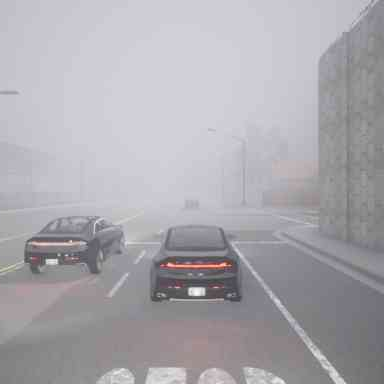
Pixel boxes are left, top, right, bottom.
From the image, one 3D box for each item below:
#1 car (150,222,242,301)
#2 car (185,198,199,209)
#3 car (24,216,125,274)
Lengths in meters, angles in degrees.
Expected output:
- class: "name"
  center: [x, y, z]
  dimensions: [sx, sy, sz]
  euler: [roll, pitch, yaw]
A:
- class: "car"
  center: [0.079, 1.505, 8.277]
  dimensions: [1.837, 1.490, 4.892]
  euler: [0, 0, 0]
- class: "car"
  center: [-0.016, 1.491, 44.229]
  dimensions: [2.128, 1.511, 4.902]
  euler: [0, 0, 0]
- class: "car"
  center: [-3.428, 1.492, 10.546]
  dimensions: [2.128, 1.511, 4.902]
  euler: [0, 0, 0]
